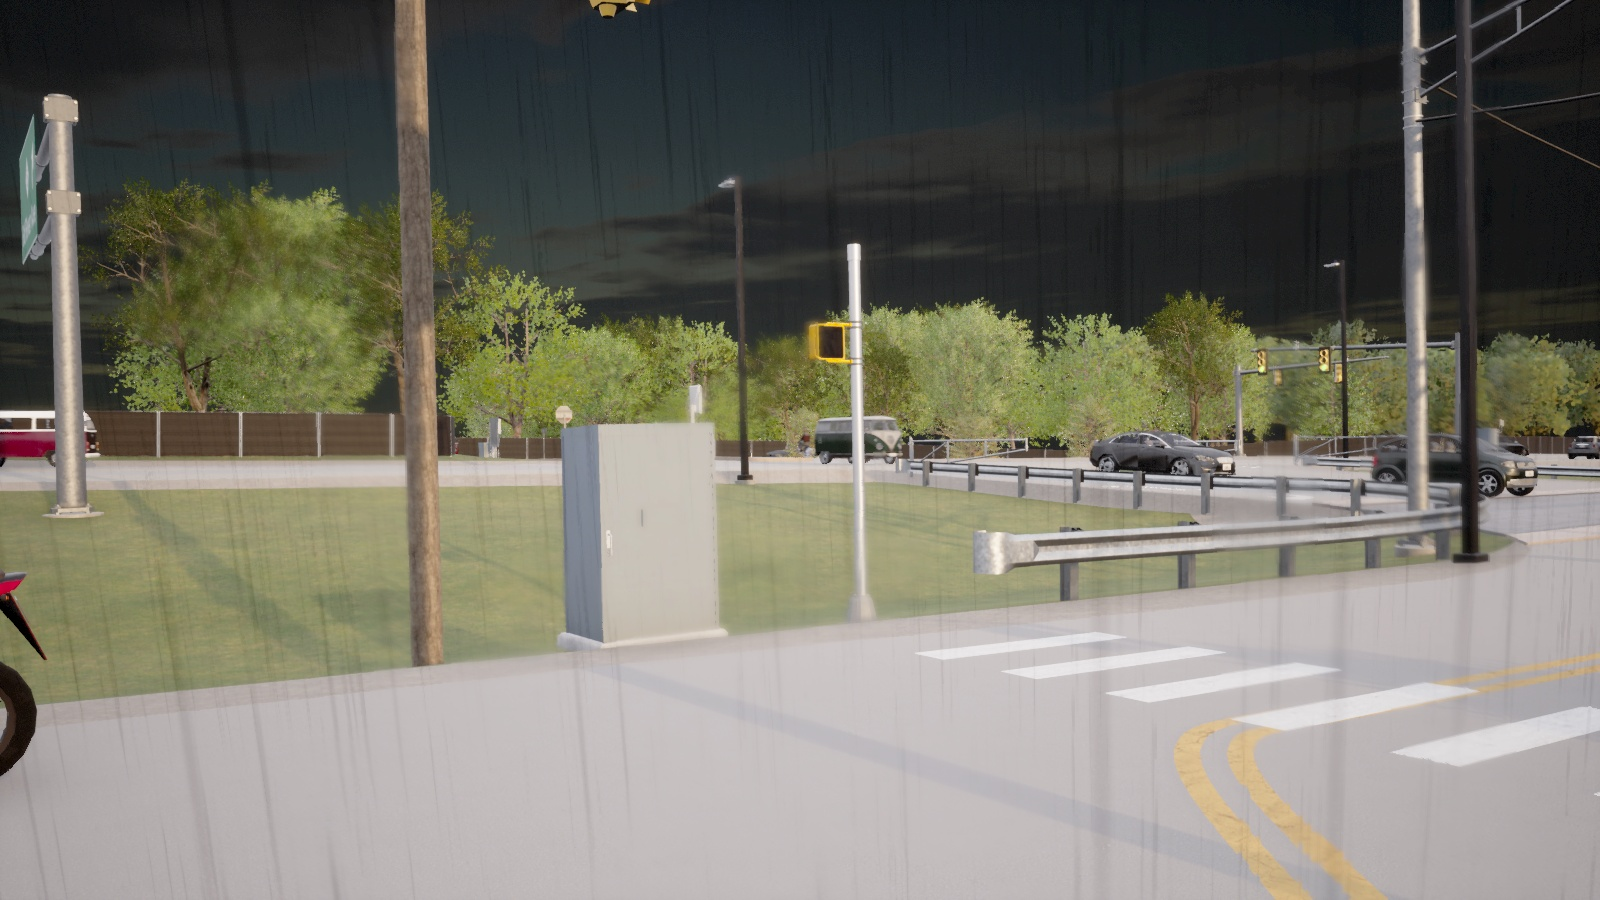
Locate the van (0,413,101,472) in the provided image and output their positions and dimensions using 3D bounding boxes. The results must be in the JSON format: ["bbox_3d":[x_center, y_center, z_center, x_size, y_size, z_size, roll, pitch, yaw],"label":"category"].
[{"bbox_3d":[-27.771,-0.266,44.910,4.480,2.038,2.069,0,0,-15],"label":"van"}]

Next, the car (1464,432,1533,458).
[{"bbox_3d":[40.933,-0.285,73.595,4.193,1.474,1.816,0,0,-34],"label":"car"}]

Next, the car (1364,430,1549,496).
[{"bbox_3d":[16.436,0.310,31.578,1.789,1.549,3.705,-1,0,-34],"label":"car"}]

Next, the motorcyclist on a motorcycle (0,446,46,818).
[{"bbox_3d":[-4.218,0.750,4.986,2.044,1.523,0.797,0,0,-35],"label":"motorcyclist on a motorcycle"}]

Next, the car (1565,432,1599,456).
[{"bbox_3d":[50.954,-0.396,80.409,3.806,1.475,1.970,0,0,-34],"label":"car"}]

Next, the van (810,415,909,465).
[{"bbox_3d":[2.410,-0.400,52.124,1.775,1.987,4.442,0,0,-34],"label":"van"}]

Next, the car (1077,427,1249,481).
[{"bbox_3d":[11.235,0.083,39.197,2.128,1.511,4.902,0,2,-34],"label":"car"}]
